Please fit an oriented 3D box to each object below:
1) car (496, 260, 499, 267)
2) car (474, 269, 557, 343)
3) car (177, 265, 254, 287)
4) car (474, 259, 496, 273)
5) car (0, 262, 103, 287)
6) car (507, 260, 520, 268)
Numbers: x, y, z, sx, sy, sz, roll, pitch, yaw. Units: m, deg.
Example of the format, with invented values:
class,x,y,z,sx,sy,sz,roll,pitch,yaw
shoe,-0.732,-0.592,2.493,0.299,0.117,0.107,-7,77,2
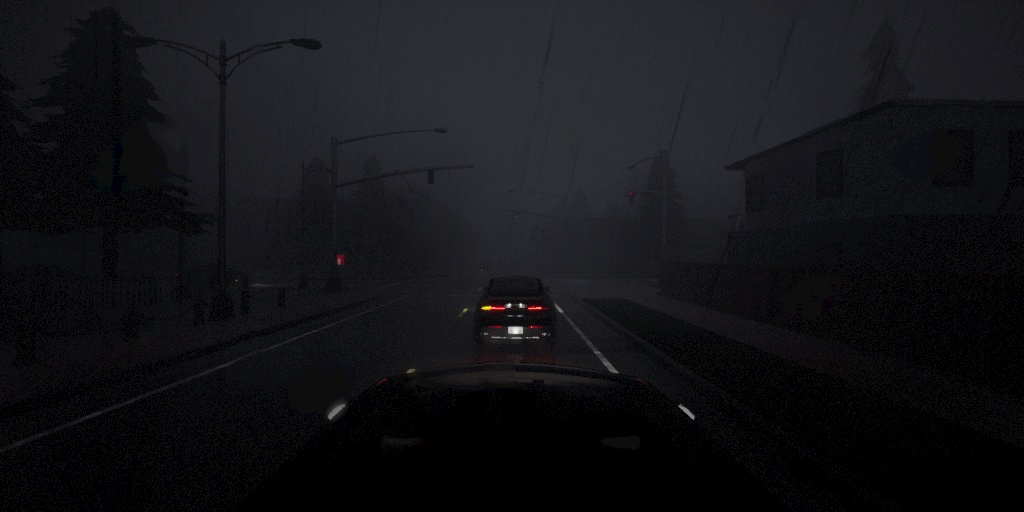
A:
class,x,y,z,sx,sy,sz,roll,pitch,yaw
car,-3.476,1.241,54.570,2.128,1.511,4.902,0,0,0
car,0.092,1.255,9.673,1.837,1.490,4.892,0,0,0
car,-19.863,1.329,24.001,4.181,1.385,1.994,0,0,-2
car,-3.507,1.297,44.389,2.033,1.411,5.357,0,0,0
car,-30.434,1.313,23.721,5.357,1.411,2.033,0,0,-1
car,0.225,1.314,58.693,1.994,1.385,4.181,0,0,0
